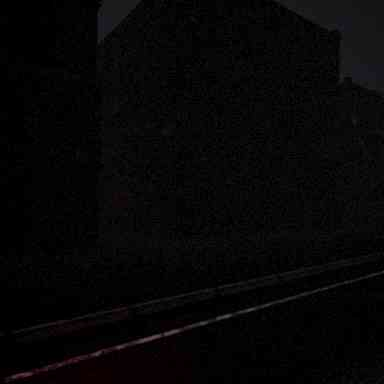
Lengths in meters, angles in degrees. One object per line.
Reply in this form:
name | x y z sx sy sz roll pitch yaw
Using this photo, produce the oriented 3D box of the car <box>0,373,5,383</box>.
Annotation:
car | -3.365 1.527 1.283 4.674 1.442 1.812 0 0 -36
